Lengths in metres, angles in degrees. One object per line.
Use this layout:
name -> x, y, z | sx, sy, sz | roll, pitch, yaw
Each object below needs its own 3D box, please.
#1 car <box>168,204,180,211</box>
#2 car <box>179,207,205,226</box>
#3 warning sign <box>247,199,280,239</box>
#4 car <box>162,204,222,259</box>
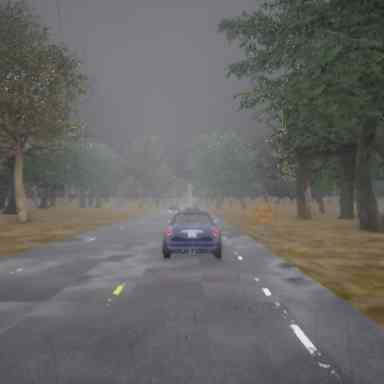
car -> -3.503, 2.977, 65.093 | 2.033, 1.411, 5.357 | 0, -2, 0
car -> 0.021, 2.048, 28.600 | 1.994, 1.385, 4.181 | 0, -1, 1
warning sign -> 3.604, 1.355, 16.907 | 1.300, 1.860, 1.060 | 3, 2, 0
car -> 0.021, 1.526, 13.432 | 2.097, 1.767, 4.553 | 0, -1, 0
